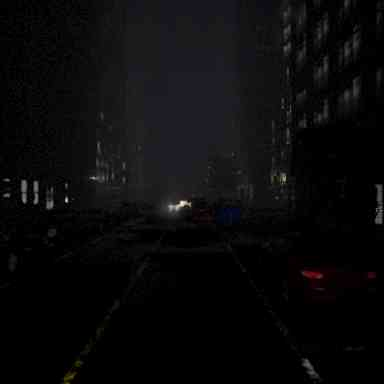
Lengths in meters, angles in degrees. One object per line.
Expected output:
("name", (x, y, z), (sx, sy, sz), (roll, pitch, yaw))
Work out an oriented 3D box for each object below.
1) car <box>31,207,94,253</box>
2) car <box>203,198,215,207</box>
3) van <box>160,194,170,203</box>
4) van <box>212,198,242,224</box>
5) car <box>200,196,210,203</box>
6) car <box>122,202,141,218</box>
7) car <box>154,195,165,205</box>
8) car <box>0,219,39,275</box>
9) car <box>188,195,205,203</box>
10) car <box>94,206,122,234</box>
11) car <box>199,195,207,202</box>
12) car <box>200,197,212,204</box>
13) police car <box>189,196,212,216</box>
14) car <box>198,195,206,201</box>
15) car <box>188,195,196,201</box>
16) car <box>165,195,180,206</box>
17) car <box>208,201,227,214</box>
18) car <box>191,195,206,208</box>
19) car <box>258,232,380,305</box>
("car", (-5.687, 1.464, 13.508), (1.967, 1.590, 4.097), (0, 0, 0))
("car", (2.706, 1.654, 53.349), (1.802, 1.307, 4.206), (0, 0, 0))
("van", (-5.670, 1.423, 70.432), (1.690, 1.788, 3.998), (0, 0, 0))
("van", (2.697, 1.379, 24.887), (1.690, 1.788, 3.998), (0, 0, 0))
("car", (2.711, 1.632, 70.426), (2.008, 1.369, 4.403), (0, 0, 0))
("car", (-5.682, 1.627, 30.584), (1.802, 1.307, 4.206), (0, 0, 0))
("car", (-5.673, 1.628, 59.047), (2.008, 1.369, 4.403), (0, 0, 0))
("car", (-5.688, 1.567, 7.814), (2.008, 1.369, 4.403), (0, 0, 0))
("car", (0.911, 1.411, 42.877), (2.097, 1.767, 4.553), (0, 0, 0))
("car", (-5.685, 1.582, 19.199), (2.008, 1.369, 4.403), (0, 0, 0))
("car", (2.714, 1.519, 81.811), (1.967, 1.590, 4.097), (0, 0, 0))
("car", (2.709, 1.631, 64.734), (2.008, 1.369, 4.403), (0, 0, 0))
("police car", (0.909, 1.473, 33.017), (1.930, 1.638, 5.238), (0, 0, 0))
("car", (2.716, 1.517, 87.503), (1.967, 1.590, 4.097), (0, 0, 0))
("car", (0.024, 1.587, 83.669), (1.994, 1.385, 4.181), (0, 0, 0))
("car", (-3.042, 1.568, 57.755), (2.128, 1.511, 4.902), (0, 0, 1))
("car", (2.701, 1.633, 36.271), (1.802, 1.307, 4.206), (0, 0, 0))
("car", (0.913, 1.418, 48.876), (2.097, 1.767, 4.553), (0, 0, 0))
("car", (2.692, 1.597, 7.810), (1.802, 1.307, 4.206), (0, 0, 0))
